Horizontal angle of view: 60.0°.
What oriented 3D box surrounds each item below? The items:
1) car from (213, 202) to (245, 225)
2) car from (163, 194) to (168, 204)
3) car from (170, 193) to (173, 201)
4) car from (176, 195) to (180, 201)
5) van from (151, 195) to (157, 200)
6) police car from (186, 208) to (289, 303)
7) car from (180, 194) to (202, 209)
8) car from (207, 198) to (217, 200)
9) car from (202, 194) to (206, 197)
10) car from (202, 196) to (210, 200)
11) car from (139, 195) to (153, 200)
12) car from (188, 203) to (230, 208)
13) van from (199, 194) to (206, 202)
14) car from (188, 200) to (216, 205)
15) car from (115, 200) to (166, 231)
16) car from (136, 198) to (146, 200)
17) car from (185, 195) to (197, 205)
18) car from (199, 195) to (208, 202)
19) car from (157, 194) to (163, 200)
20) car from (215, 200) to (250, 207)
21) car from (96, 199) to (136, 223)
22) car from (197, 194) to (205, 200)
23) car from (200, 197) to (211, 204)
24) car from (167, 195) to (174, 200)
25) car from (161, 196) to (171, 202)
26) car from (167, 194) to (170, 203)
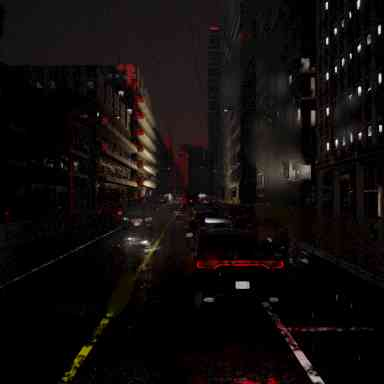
[{"bbox_3d":[2.647,1.553,24.925,1.887,1.381,4.507,1,0,0],"label":"car"},{"bbox_3d":[-5.810,1.564,58.112,2.008,1.369,4.403,1,0,0],"label":"car"},{"bbox_3d":[-5.834,1.329,69.205,2.192,1.841,5.009,1,0,0],"label":"car"},{"bbox_3d":[-3.200,1.491,86.454,1.882,1.535,5.008,0,0,0],"label":"car"},{"bbox_3d":[-5.767,1.352,41.472,1.690,1.788,3.998,1,0,0],"label":"van"},{"bbox_3d":[0.880,1.428,8.412,1.930,1.638,5.238,0,0,0],"label":"police car"},{"bbox_3d":[-0.092,1.233,45.501,2.150,2.045,5.566,0,0,0],"label":"car"},{"bbox_3d":[2.634,1.554,30.474,1.887,1.381,4.507,1,0,0],"label":"car"},{"bbox_3d":[2.583,1.538,52.835,1.752,1.417,4.829,1,0,0],"label":"car"},{"bbox_3d":[2.608,1.562,41.569,2.008,1.369,4.403,1,0,0],"label":"car"},{"bbox_3d":[-5.756,1.451,35.926,1.967,1.590,4.097,1,0,0],"label":"car"},{"bbox_3d":[0.837,1.533,18.303,1.812,1.442,4.674,0,0,0],"label":"car"},{"bbox_3d":[2.523,1.355,80.405,1.690,1.788,3.998,1,0,0],"label":"van"},{"bbox_3d":[0.792,1.535,24.302,1.812,1.442,4.674,0,0,0],"label":"car"},{"bbox_3d":[-3.048,1.499,20.697,2.128,1.511,4.902,0,0,0],"label":"car"},{"bbox_3d":[-5.746,1.555,30.379,1.887,1.381,4.507,1,0,0],"label":"car"},{"bbox_3d":[-0.136,1.365,58.879,2.097,1.767,4.553,0,0,0],"label":"car"},{"bbox_3d":[2.534,1.455,74.857,1.967,1.590,4.097,1,0,0],"label":"car"},{"bbox_3d":[-5.780,1.327,47.018,2.192,1.841,5.009,1,0,0],"label":"car"},{"bbox_3d":[2.661,1.447,19.377,1.967,1.590,4.097,1,0,0],"label":"car"},{"bbox_3d":[-5.731,1.449,24.831,1.967,1.590,4.097,1,0,0],"label":"car"},{"bbox_3d":[2.496,1.453,91.501,1.967,1.590,4.097,1,0,0],"label":"car"},{"bbox_3d":[2.557,1.596,63.761,1.802,1.307,4.206,1,0,0],"label":"car"},{"bbox_3d":[-5.854,1.595,91.391,1.802,1.307,4.206,1,0,0],"label":"car"},{"bbox_3d":[-5.857,1.540,74.581,1.752,1.417,4.829,1,0,0],"label":"car"},{"bbox_3d":[-5.820,1.454,63.659,1.967,1.590,4.097,1,0,0],"label":"car"}]
